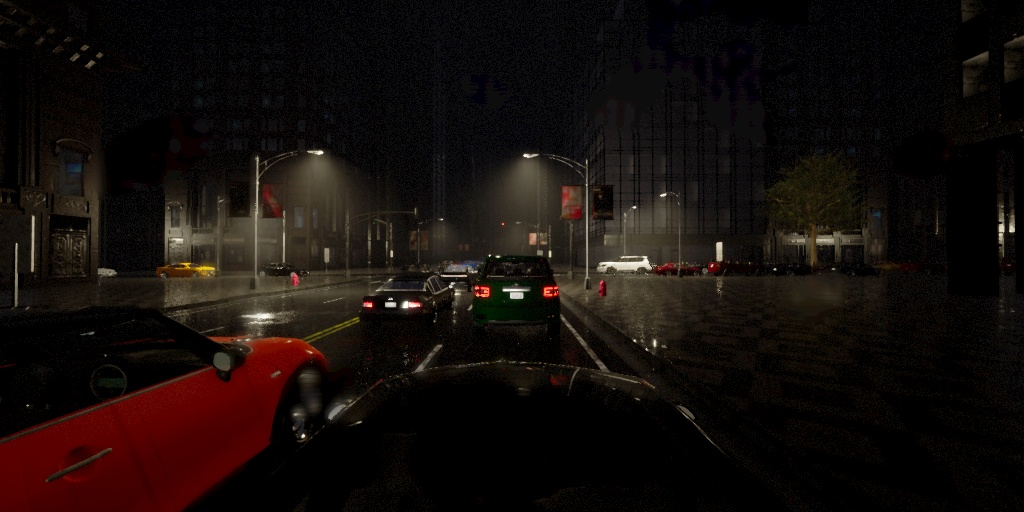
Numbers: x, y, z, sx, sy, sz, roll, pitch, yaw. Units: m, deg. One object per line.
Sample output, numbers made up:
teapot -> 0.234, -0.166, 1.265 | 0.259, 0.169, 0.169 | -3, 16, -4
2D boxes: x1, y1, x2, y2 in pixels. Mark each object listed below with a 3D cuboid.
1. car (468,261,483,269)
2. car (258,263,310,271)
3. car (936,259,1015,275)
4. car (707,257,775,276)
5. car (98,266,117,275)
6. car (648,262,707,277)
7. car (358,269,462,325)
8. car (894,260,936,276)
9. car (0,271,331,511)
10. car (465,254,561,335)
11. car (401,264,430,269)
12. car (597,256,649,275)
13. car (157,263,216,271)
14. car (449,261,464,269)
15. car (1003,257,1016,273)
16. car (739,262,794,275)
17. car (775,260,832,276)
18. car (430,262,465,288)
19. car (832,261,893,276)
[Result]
car -> -6.466, 1.599, 64.055 | 2.033, 1.411, 5.357 | 0, 0, 1
car -> -22.563, 1.432, 35.440 | 4.892, 1.490, 1.837 | 0, -1, 0
car -> 43.552, 1.213, 33.754 | 4.507, 1.381, 1.888 | 0, 0, -1
car -> 21.001, 1.040, 33.436 | 5.009, 1.841, 2.192 | 0, 0, -1
car -> -42.078, 1.542, 35.490 | 4.674, 1.442, 1.812 | 0, -1, 0
car -> 15.362, 1.327, 33.357 | 4.207, 1.307, 1.802 | 0, 0, -1
car -> -3.122, 1.307, 11.737 | 2.033, 1.411, 5.357 | 0, 0, 0
car -> 42.563, 1.179, 36.370 | 5.008, 1.535, 1.882 | 0, -1, 0
car -> -3.147, 1.102, 2.326 | 2.097, 1.767, 4.553 | 0, 0, 0
car -> 0.113, 0.979, 10.654 | 2.150, 2.045, 5.566 | 0, 0, 0
car -> -6.535, 1.303, 24.138 | 1.837, 1.490, 4.892 | -1, 0, 2
car -> 12.190, 1.046, 39.094 | 5.566, 2.045, 2.150 | 0, -1, -1
car -> -32.079, 1.448, 35.465 | 5.008, 1.535, 1.882 | 0, -1, 0
car -> -9.725, 1.571, 63.200 | 1.812, 1.442, 4.674 | 0, 0, 1
car -> 49.191, 0.972, 33.833 | 5.009, 1.841, 2.192 | 0, 0, -1
car -> 27.842, 1.375, 39.304 | 4.718, 1.301, 1.895 | 0, -1, -1
car -> 26.638, 1.275, 33.515 | 4.313, 1.339, 1.948 | 0, 0, -1
car -> -3.126, 1.280, 21.474 | 2.128, 1.511, 4.902 | 0, 0, 0
car -> 32.276, 1.259, 33.595 | 4.313, 1.339, 1.948 | 0, 0, -1
